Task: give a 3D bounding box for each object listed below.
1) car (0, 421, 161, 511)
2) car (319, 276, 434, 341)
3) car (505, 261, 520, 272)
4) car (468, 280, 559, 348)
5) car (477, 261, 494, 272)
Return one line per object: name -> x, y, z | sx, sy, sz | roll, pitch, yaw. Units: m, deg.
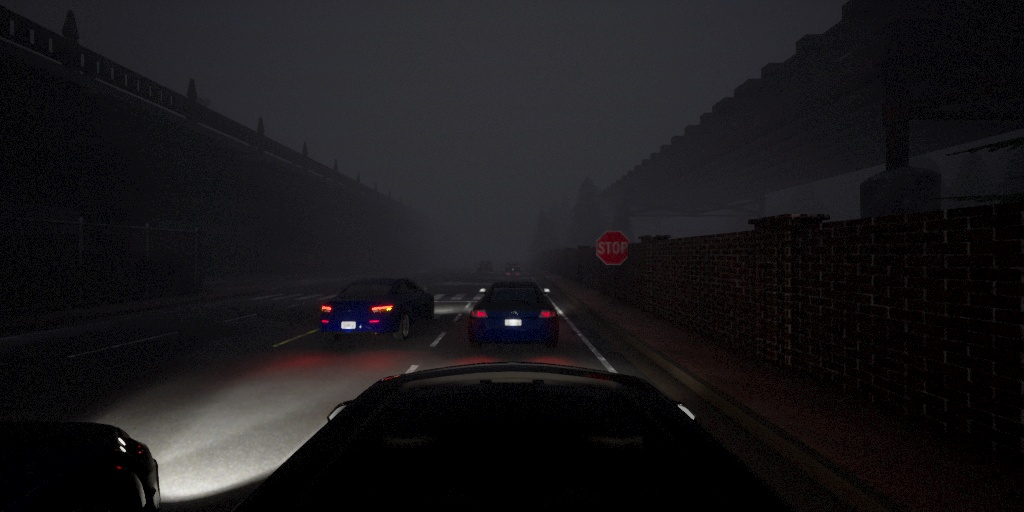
car -> -3.398, 1.314, 0.683 | 1.994, 1.385, 4.181 | 0, 0, 0
car -> -3.415, 1.276, 9.779 | 1.812, 1.442, 4.674 | 0, 0, 0
car -> 0.085, 1.351, 46.076 | 1.895, 1.301, 4.718 | 0, 0, -1
car -> 0.067, 1.314, 9.258 | 1.994, 1.385, 4.181 | 0, 0, 1
car -> -3.410, 1.297, 45.908 | 2.033, 1.411, 5.357 | 0, 0, -1
